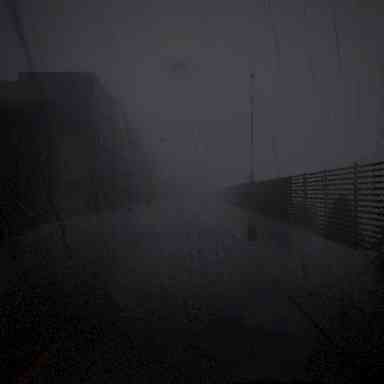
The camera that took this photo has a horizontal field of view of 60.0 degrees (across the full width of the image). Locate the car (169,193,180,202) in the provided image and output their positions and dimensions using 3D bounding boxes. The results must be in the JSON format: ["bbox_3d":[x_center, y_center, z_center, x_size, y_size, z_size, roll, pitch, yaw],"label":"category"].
[{"bbox_3d":[-4.000,1.177,75.900,2.150,2.045,5.566,0,0,0],"label":"car"}]
